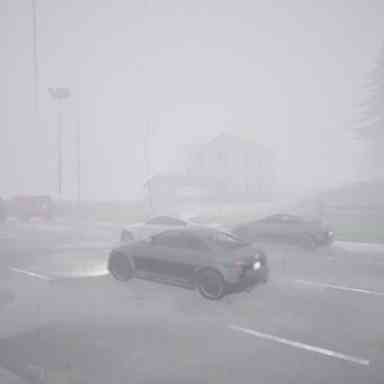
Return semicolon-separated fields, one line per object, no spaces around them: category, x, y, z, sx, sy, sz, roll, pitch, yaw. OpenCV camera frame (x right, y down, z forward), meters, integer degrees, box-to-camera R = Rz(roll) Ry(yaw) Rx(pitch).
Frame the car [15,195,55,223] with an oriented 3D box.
car;-13.075;1.259;26.208;5.566;2.045;2.150;0;0;36

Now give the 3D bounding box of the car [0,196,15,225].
car;-15.111;1.259;23.362;5.566;2.045;2.150;0;0;36

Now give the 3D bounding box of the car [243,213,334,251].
car;3.779;1.572;14.163;4.181;1.385;1.994;0;0;36

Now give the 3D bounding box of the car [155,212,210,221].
car;-0.812;1.537;13.151;4.674;1.442;1.812;0;0;36

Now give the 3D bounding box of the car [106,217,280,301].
car;-0.219;1.572;8.420;4.181;1.385;1.994;0;0;36
